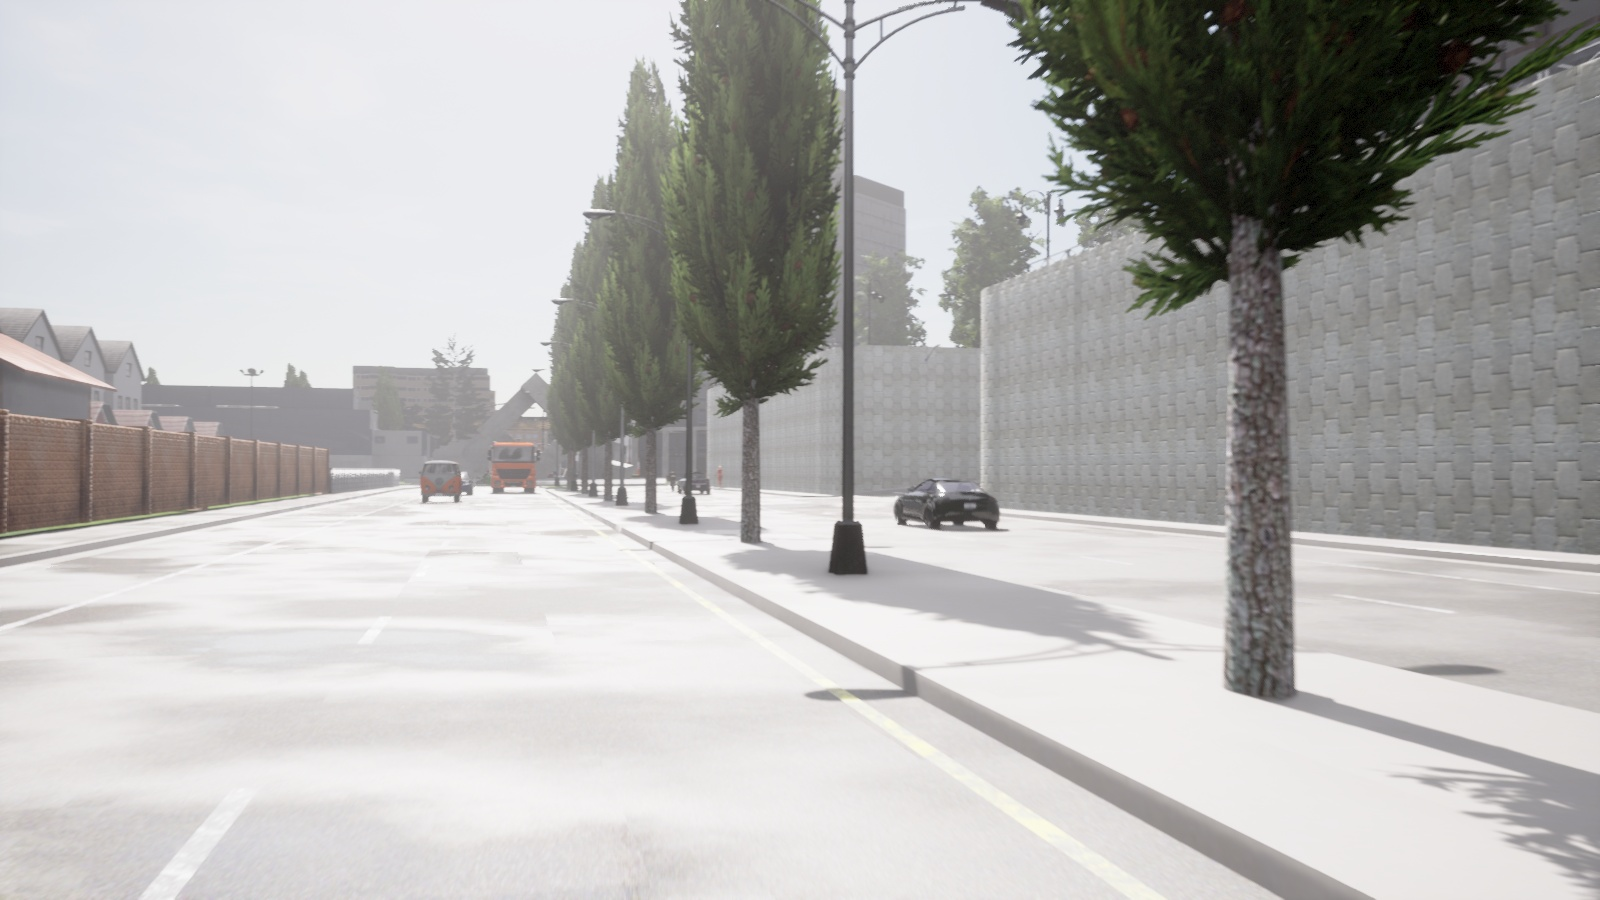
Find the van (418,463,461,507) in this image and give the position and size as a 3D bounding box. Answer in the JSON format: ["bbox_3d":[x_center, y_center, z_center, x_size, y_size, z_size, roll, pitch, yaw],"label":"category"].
[{"bbox_3d":[-17.041,1.627,59.568,1.775,1.987,4.442,0,-1,-14],"label":"van"}]

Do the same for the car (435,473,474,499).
[{"bbox_3d":[-21.091,2.177,76.824,2.163,1.488,4.792,0,-1,-13],"label":"car"}]

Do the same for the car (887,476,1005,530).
[{"bbox_3d":[4.043,1.449,35.437,1.994,1.385,4.181,0,-1,-13],"label":"car"}]

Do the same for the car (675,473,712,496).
[{"bbox_3d":[-7.043,2.228,82.582,1.816,1.474,4.193,0,-1,-13],"label":"car"}]

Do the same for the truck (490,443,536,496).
[{"bbox_3d":[-19.597,1.338,85.782,2.891,3.462,7.936,0,-1,-13],"label":"truck"}]
